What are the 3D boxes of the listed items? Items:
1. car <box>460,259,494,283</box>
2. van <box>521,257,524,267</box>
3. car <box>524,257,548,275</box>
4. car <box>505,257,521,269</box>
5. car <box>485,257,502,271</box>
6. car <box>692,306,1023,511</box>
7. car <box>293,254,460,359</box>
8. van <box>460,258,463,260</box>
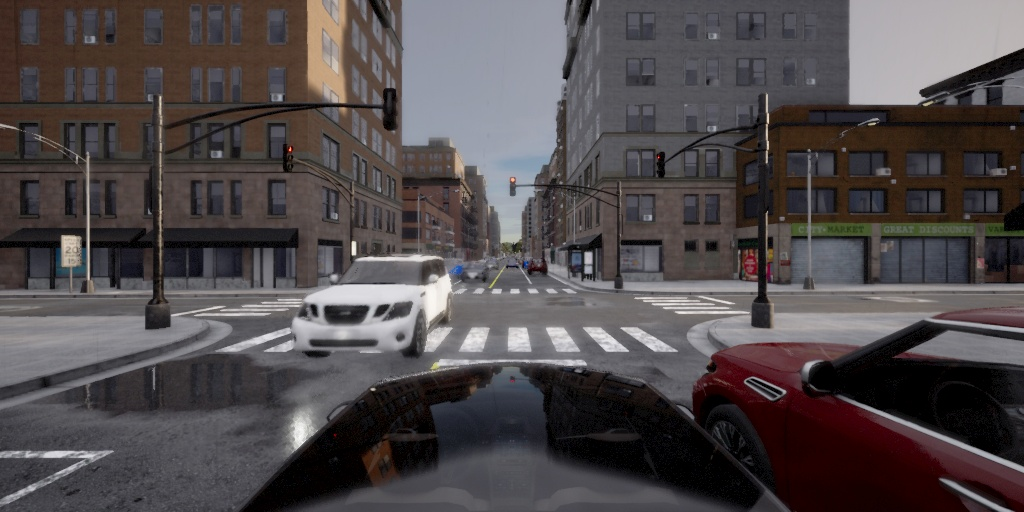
[{"bbox_3d":[-2.842,1.238,28.340,2.128,1.511,4.902,0,0,0],"label":"car"},{"bbox_3d":[2.704,1.084,54.756,1.690,1.789,3.998,0,0,0],"label":"van"},{"bbox_3d":[2.715,1.060,38.538,2.192,1.841,5.009,0,0,0],"label":"car"},{"bbox_3d":[0.068,1.306,57.962,1.994,1.385,4.181,0,0,0],"label":"car"},{"bbox_3d":[-2.824,1.235,49.420,2.128,1.511,4.902,0,0,0],"label":"car"},{"bbox_3d":[2.638,1.065,1.167,2.192,1.841,5.009,0,0,0],"label":"car"},{"bbox_3d":[-2.849,0.971,8.789,2.150,2.045,5.566,0,0,0],"label":"car"},{"bbox_3d":[-5.399,1.087,33.132,1.690,1.789,3.998,0,0,0],"label":"van"}]
